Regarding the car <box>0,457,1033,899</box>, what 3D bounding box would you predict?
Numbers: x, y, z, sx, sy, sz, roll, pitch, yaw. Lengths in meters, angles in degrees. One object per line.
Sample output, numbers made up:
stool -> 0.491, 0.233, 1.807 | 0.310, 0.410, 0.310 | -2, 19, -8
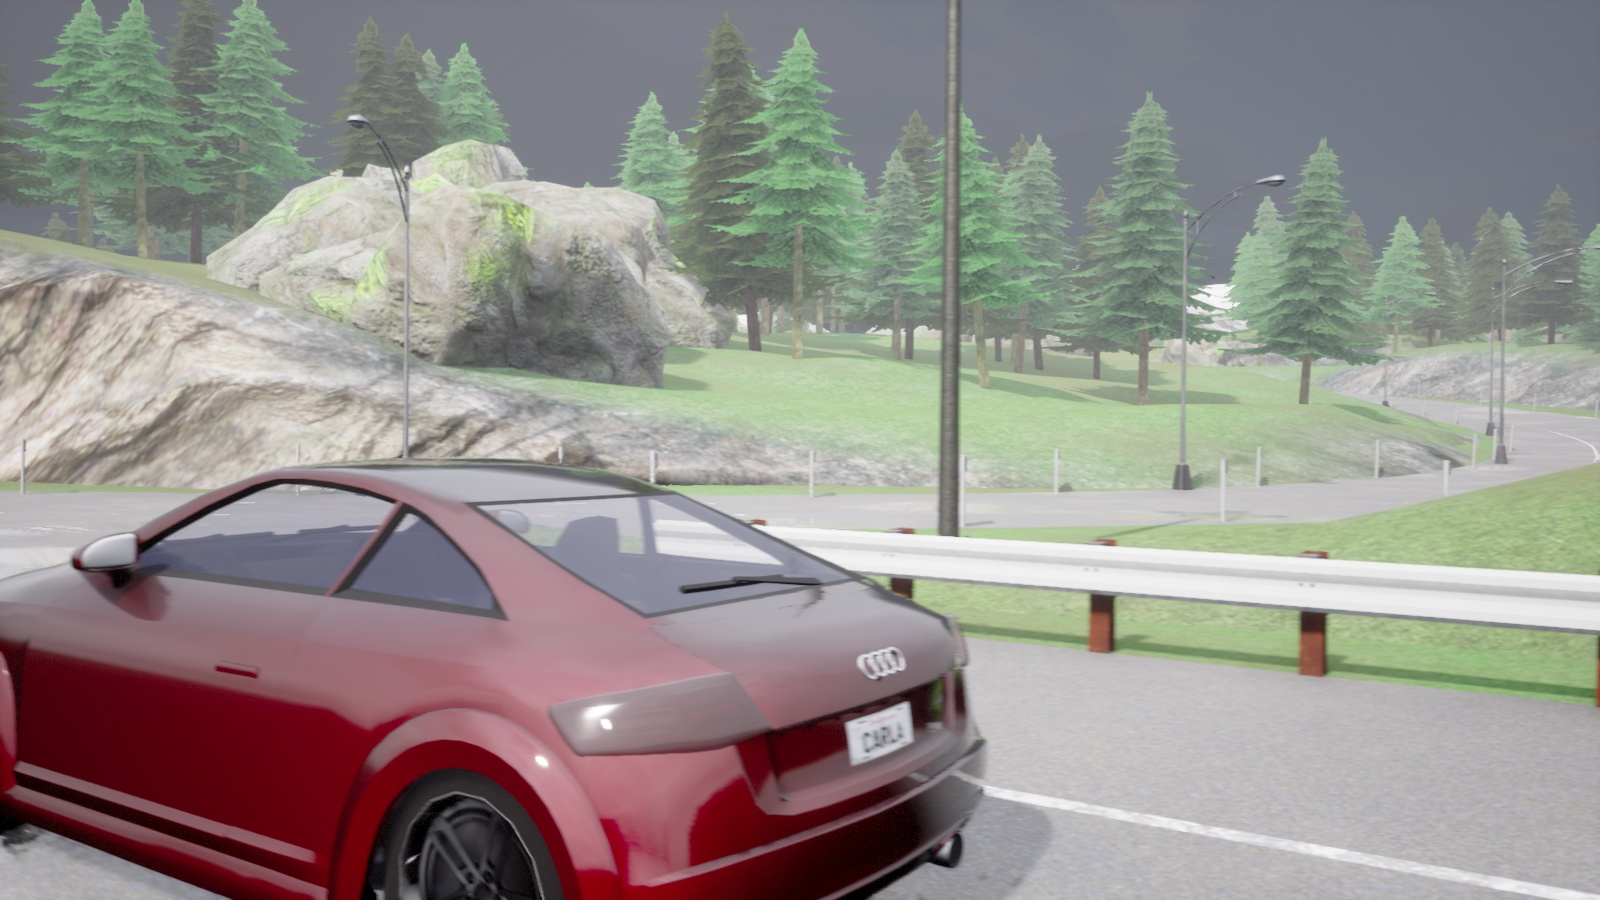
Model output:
car -> -1.500, 0.746, 4.622 | 4.181, 1.385, 1.994 | 0, 1, 34
